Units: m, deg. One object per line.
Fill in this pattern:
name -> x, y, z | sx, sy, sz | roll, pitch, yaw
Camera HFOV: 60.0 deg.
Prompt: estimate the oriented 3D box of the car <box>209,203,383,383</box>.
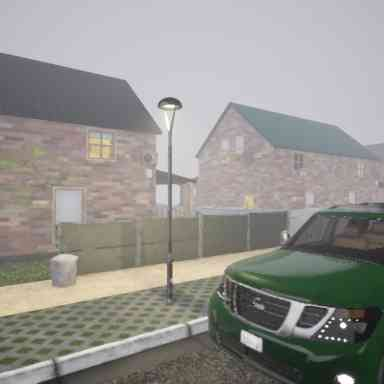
car -> 2.871, 1.225, 5.134 | 5.566, 2.045, 2.150 | 0, 0, -36
